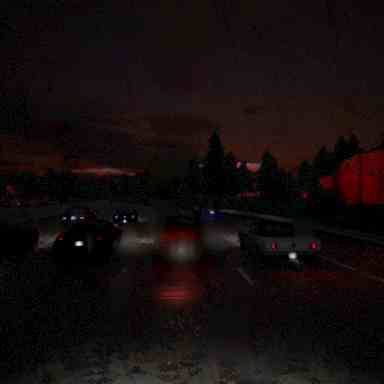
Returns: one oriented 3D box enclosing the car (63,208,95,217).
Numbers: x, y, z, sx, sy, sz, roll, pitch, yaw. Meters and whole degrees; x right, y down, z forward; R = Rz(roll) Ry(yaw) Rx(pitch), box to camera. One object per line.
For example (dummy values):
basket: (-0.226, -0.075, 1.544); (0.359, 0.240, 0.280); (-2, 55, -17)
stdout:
car: (-8.780, 1.935, 26.134); (2.033, 1.411, 5.357); (0, -1, -8)

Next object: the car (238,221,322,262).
car: (3.071, 1.775, 12.793); (1.895, 1.301, 4.718); (0, -1, -4)

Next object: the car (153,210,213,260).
car: (-0.472, 1.695, 13.277); (1.837, 1.490, 4.892); (0, 0, -4)

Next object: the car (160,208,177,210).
car: (-2.043, 2.006, 28.471); (1.895, 1.301, 4.718); (0, -1, -8)

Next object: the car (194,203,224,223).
car: (1.354, 1.762, 29.416); (2.097, 1.767, 4.553); (0, -1, -8)

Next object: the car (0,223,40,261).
car: (-7.420, 1.792, 12.326); (1.895, 1.301, 4.718); (0, -1, -4)

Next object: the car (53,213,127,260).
car: (-3.981, 1.762, 13.328); (1.994, 1.385, 4.181); (0, -1, -4)

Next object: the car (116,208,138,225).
car: (-5.518, 2.008, 28.058); (1.895, 1.301, 4.718); (0, -1, -8)
